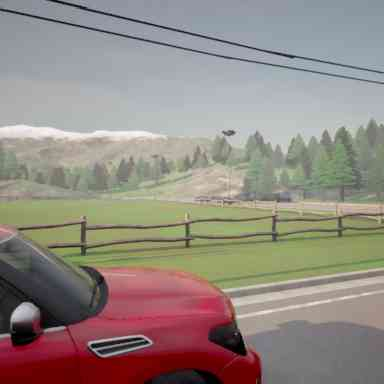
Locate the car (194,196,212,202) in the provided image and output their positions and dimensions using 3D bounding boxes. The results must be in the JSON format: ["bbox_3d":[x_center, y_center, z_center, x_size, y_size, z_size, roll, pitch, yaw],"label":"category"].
[{"bbox_3d":[2.164,1.487,74.256,2.033,1.411,5.357,0,0,-24],"label":"car"}]

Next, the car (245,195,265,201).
[{"bbox_3d":[14.992,1.480,79.863,2.033,1.411,5.357,0,0,-24],"label":"car"}]

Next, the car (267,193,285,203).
[{"bbox_3d":[15.997,1.222,68.830,2.150,2.045,5.566,0,0,-24],"label":"car"}]

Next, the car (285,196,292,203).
[{"bbox_3d":[19.073,1.497,70.530,1.837,1.490,4.892,0,0,-24],"label":"car"}]

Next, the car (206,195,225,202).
[{"bbox_3d":[5.371,1.487,75.658,2.033,1.411,5.357,0,0,-24],"label":"car"}]

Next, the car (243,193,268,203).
[{"bbox_3d":[12.661,1.489,67.722,2.128,1.511,4.902,0,0,-24],"label":"car"}]

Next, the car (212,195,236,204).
[{"bbox_3d":[6.227,1.562,65.090,1.994,1.385,4.181,0,0,-23],"label":"car"}]

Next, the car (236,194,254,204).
[{"bbox_3d":[9.544,1.545,66.225,2.033,1.411,5.357,0,0,-23],"label":"car"}]

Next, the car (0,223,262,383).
[{"bbox_3d":[-2.164,1.222,2.621,5.566,2.045,2.150,0,0,-24],"label":"car"}]
